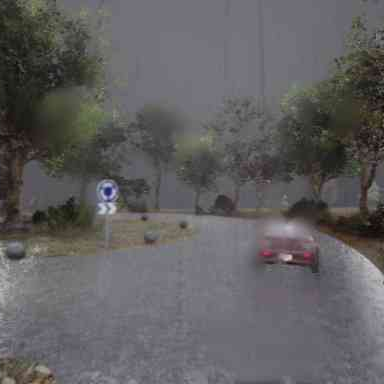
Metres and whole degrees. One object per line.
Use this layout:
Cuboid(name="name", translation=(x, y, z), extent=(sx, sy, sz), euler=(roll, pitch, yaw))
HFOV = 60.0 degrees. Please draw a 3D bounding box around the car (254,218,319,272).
Cuboid(name="car", translation=(3.082, 1.592, 11.130), extent=(1.812, 1.442, 4.674), euler=(1, 0, 14))
